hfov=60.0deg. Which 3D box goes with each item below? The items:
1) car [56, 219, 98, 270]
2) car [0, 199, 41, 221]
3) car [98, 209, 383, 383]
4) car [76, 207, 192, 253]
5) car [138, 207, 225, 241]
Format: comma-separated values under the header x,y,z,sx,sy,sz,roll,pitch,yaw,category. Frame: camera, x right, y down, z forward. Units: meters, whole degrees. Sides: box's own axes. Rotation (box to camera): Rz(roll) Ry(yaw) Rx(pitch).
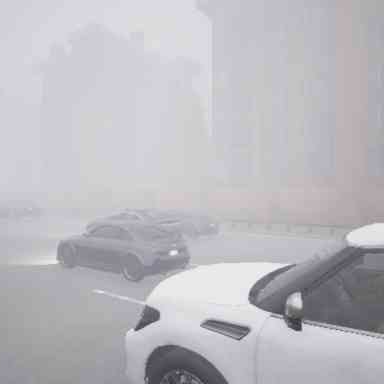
x,y,z,sx,sy,sz,roll,pitch,yaw,category
-2.101,1.562,9.784,4.181,1.385,1.994,0,0,35,car
-14.326,1.351,27.085,4.553,1.767,2.097,0,0,35,car
1.983,1.219,2.577,5.566,2.045,2.150,0,0,35,car
-2.630,1.491,14.457,4.902,1.511,2.128,0,0,35,car
-0.620,1.564,17.323,4.181,1.385,1.994,0,0,36,car
